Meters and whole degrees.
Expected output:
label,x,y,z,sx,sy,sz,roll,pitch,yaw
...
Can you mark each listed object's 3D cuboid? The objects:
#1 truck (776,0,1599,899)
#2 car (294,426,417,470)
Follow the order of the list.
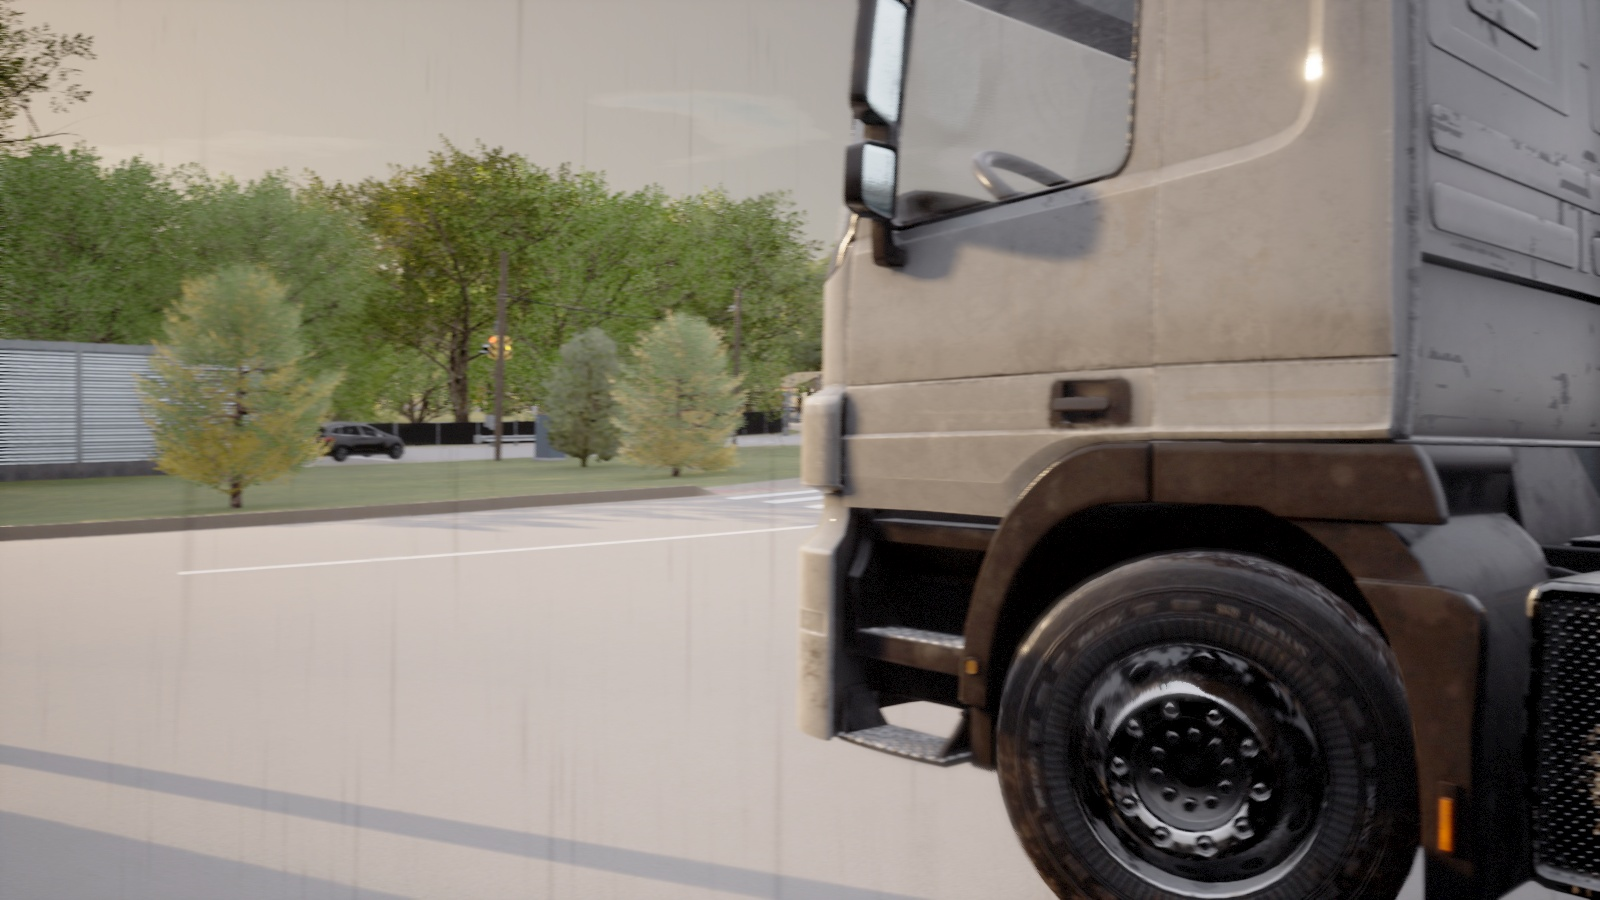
label,x,y,z,sx,sy,sz,roll,pitch,yaw
truck,3.643,-0.323,2.573,2.891,3.462,7.936,-1,1,-42
car,-19.266,-0.143,54.626,2.242,1.667,4.611,2,3,31
